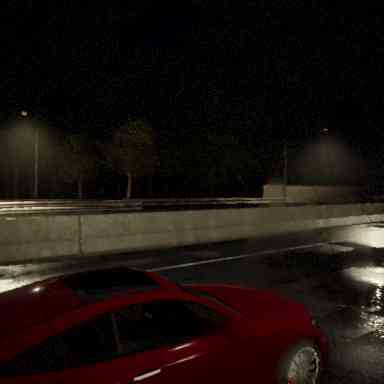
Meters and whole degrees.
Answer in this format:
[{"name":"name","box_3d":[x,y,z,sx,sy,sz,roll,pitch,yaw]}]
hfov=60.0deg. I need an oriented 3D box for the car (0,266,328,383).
[{"name":"car","box_3d":[-0.610,1.523,3.312,4.674,1.442,1.812,0,0,-36]}]
